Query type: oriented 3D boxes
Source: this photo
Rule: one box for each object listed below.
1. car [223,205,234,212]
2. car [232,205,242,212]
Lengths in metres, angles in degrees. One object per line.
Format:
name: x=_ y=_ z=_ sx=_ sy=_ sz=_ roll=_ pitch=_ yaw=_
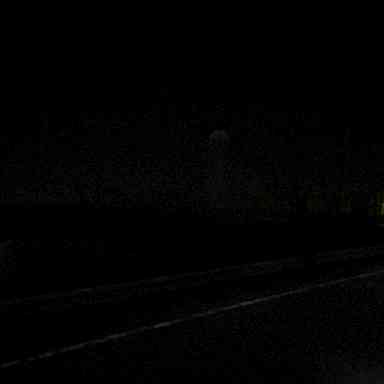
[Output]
car: x=3.925 y=3.178 z=54.097 sx=1.895 sy=1.301 sz=4.718 roll=2 pitch=-1 yaw=-43
car: x=6.183 y=2.970 z=56.230 sx=2.097 sy=1.767 sz=4.553 roll=2 pitch=-1 yaw=-43
